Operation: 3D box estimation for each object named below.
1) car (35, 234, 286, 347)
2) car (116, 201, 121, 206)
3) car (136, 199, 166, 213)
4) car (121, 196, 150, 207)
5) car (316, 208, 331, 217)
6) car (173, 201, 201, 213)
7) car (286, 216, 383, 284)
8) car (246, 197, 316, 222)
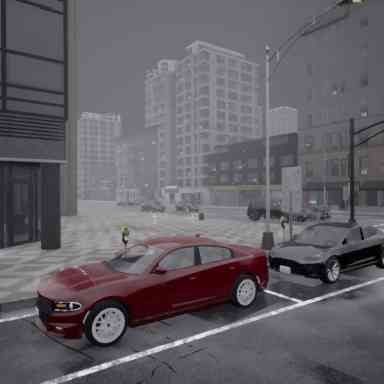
[{"bbox_3d":[-0.496,1.544,6.299,4.507,1.381,1.887,0,0,-35],"label":"car"},{"bbox_3d":[-13.858,2.285,68.377,2.033,1.411,5.357,0,0,-35],"label":"car"},{"bbox_3d":[-5.311,2.022,44.731,1.837,1.490,4.892,0,0,-35],"label":"car"},{"bbox_3d":[-9.716,1.822,56.723,2.128,1.511,4.902,0,0,-35],"label":"car"},{"bbox_3d":[9.821,1.797,28.955,1.994,1.385,4.181,0,-1,-35],"label":"car"},{"bbox_3d":[-0.666,1.964,43.782,1.837,1.490,4.892,0,0,-35],"label":"car"},{"bbox_3d":[4.099,1.564,9.576,4.313,1.339,1.947,0,0,-35],"label":"car"},{"bbox_3d":[6.940,1.476,27.396,2.150,2.045,5.566,0,0,-35],"label":"car"}]
